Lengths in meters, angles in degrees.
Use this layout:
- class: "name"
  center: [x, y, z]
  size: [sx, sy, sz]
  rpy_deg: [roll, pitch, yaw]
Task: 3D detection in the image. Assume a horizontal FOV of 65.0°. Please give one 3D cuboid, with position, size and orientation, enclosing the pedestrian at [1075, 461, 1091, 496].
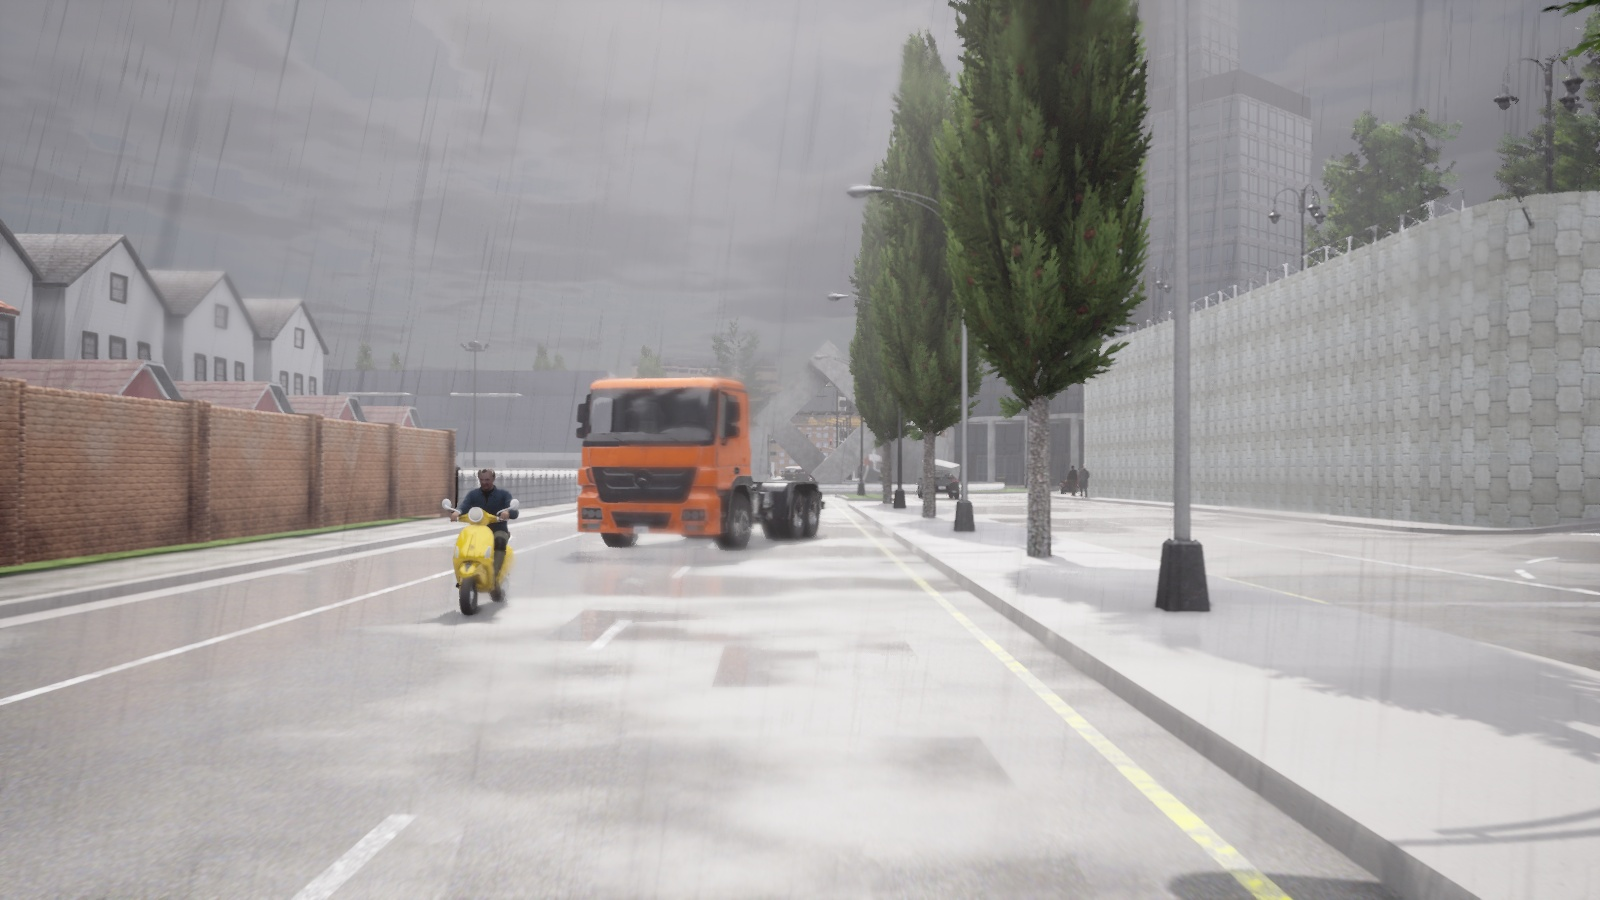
- class: "pedestrian"
  center: [15.952, 1.591, 70.779]
  size: [0.659, 1.952, 0.873]
  rpy_deg: [0, -1, -3]

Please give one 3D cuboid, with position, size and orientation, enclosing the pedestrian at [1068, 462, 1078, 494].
- class: "pedestrian"
  center: [16.052, 1.643, 73.922]
  size: [0.431, 1.840, 0.703]
  rpy_deg: [0, -1, 3]

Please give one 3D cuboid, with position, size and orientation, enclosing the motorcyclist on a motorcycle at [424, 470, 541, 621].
- class: "motorcyclist on a motorcycle"
  center: [-3.535, 1.019, 14.145]
  size: [0.866, 1.590, 1.817]
  rpy_deg: [0, -1, 0]

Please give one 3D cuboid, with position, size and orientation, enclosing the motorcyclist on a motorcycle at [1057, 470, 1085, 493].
- class: "motorcyclist on a motorcycle"
  center: [18.234, 2.138, 84.466]
  size: [2.044, 1.523, 0.797]
  rpy_deg: [1, -1, -42]

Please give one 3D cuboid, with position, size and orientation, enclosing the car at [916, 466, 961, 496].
- class: "car"
  center: [7.955, 1.773, 72.366]
  size: [2.152, 1.651, 5.027]
  rpy_deg: [0, -1, 1]

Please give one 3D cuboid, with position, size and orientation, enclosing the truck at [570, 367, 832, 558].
- class: "truck"
  center: [-1.789, 0.292, 27.081]
  size: [2.891, 3.462, 7.936]
  rpy_deg: [-1, -1, 17]
